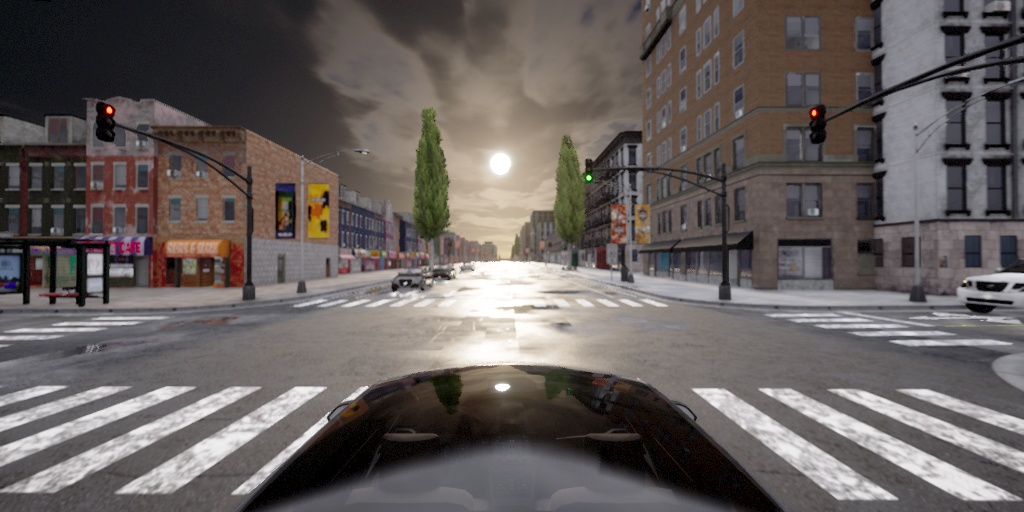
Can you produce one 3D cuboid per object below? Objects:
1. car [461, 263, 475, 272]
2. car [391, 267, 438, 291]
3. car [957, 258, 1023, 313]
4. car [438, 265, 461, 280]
[{"bbox_3d":[-6.934,1.751,56.042,1.895,1.301,4.718,0,0,-1],"label":"car"},{"bbox_3d":[-6.418,1.472,23.502,1.994,1.385,4.181,0,0,-1],"label":"car"},{"bbox_3d":[18.435,0.977,11.885,5.566,2.045,2.150,0,-1,-1],"label":"car"},{"bbox_3d":[-6.618,1.542,35.150,2.033,1.411,5.357,0,0,-1],"label":"car"}]
